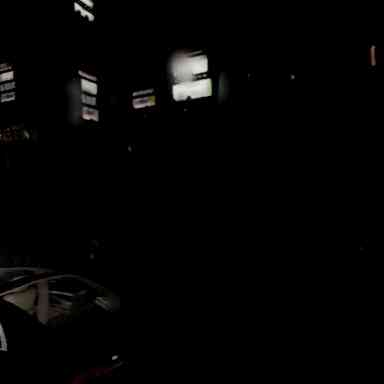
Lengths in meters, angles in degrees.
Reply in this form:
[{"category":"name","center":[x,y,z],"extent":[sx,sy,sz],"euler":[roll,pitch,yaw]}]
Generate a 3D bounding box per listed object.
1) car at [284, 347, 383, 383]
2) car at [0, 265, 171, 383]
[{"category":"car","center":[2.663,1.472,1.504],"extent":[4.507,1.381,1.887],"euler":[-1,-1,25]},{"category":"car","center":[-2.372,1.552,3.795],"extent":[4.403,1.369,2.008],"euler":[-1,-1,25]}]
